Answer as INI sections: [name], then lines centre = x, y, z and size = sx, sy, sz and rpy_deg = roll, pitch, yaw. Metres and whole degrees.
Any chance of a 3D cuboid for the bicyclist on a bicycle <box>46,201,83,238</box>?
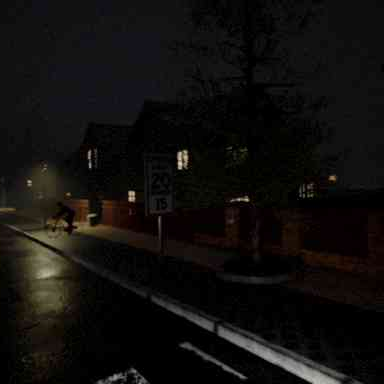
[bicyclist on a bicycle]
centre = -5.793, 1.230, 15.083
size = 1.656, 1.620, 0.582
rpy_deg = -4, 2, -37
